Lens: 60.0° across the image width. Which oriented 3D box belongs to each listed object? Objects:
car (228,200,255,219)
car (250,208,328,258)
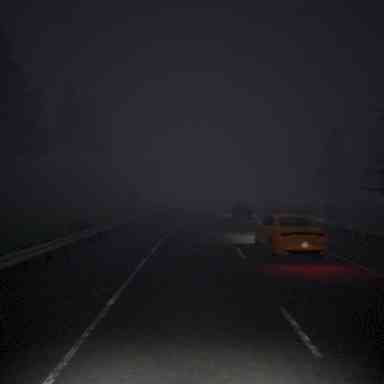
[{"bbox_3d":[4.937,1.837,33.320,1.882,1.535,5.008,0,-1,5],"label":"car"},{"bbox_3d":[3.801,1.625,13.472,1.882,1.535,5.008,0,-1,1],"label":"car"}]
